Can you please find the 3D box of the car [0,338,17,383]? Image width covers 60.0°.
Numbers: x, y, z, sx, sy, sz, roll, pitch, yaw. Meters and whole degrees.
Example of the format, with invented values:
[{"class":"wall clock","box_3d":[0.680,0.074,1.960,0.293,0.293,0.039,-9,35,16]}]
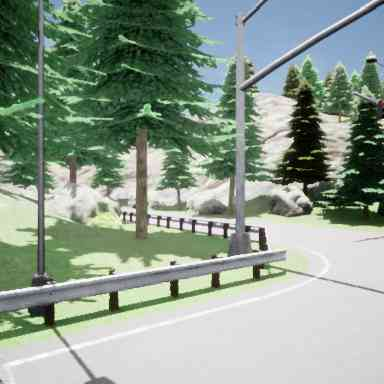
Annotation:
[{"class":"car","box_3d":[-3.390,1.526,1.449,4.674,1.442,1.812,0,0,-36]}]
